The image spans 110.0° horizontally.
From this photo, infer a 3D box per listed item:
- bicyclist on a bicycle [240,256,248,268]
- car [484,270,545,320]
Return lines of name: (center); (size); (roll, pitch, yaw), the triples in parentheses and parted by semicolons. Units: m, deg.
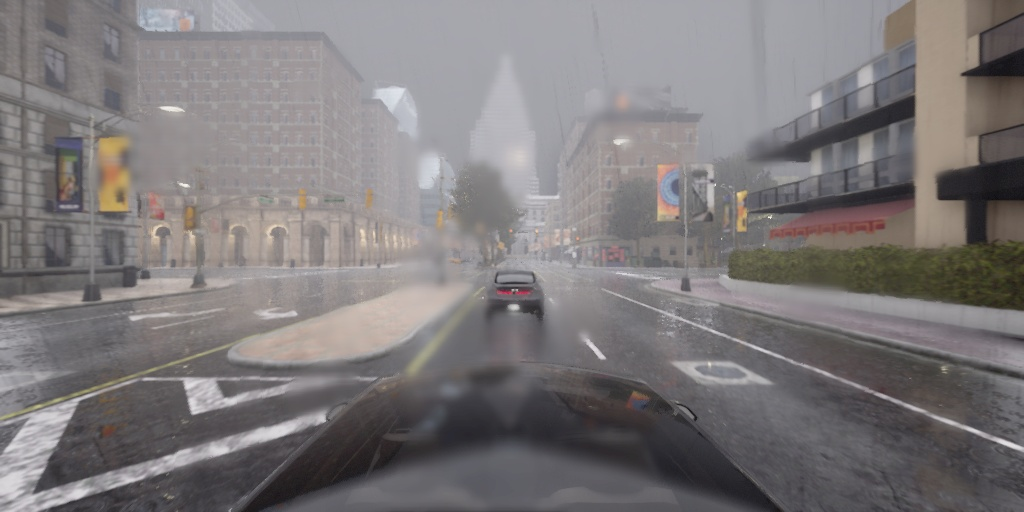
bicyclist on a bicycle: (-37.183, 0.877, 49.750); (0.582, 1.620, 1.656); (0, 0, 0)
car: (0.102, 1.219, 12.447); (1.837, 1.490, 4.892); (0, 0, 0)
